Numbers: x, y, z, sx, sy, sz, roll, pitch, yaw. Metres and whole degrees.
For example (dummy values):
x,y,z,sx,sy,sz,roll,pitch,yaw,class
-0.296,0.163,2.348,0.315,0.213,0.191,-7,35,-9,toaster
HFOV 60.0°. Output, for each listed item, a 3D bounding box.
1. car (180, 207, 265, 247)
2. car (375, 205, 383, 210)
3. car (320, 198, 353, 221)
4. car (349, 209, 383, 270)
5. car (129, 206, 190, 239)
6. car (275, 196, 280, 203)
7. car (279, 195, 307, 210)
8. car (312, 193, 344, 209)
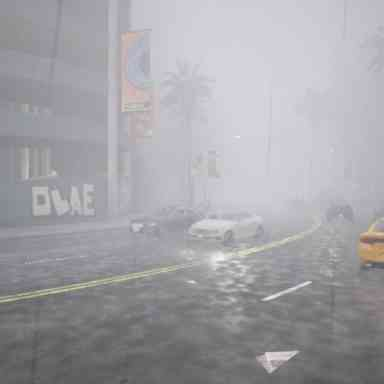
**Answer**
x,y,z,sx,sy,sz,roll,pitch,yaw,class
1.758,1.514,15.350,1.812,1.442,4.674,0,0,38,car
14.522,1.590,24.014,1.895,1.301,4.718,0,0,20,car
11.808,1.490,27.030,1.837,1.490,4.892,1,0,17,car
6.614,1.473,10.204,1.882,1.535,5.008,0,0,40,car
-1.099,1.477,17.323,2.128,1.511,4.902,0,0,38,car
18.161,1.437,67.071,2.231,1.521,4.892,0,0,-4,car
13.300,1.478,43.082,1.837,1.490,4.892,0,0,-2,car
16.906,1.197,41.295,2.150,2.045,5.566,0,0,-1,car
